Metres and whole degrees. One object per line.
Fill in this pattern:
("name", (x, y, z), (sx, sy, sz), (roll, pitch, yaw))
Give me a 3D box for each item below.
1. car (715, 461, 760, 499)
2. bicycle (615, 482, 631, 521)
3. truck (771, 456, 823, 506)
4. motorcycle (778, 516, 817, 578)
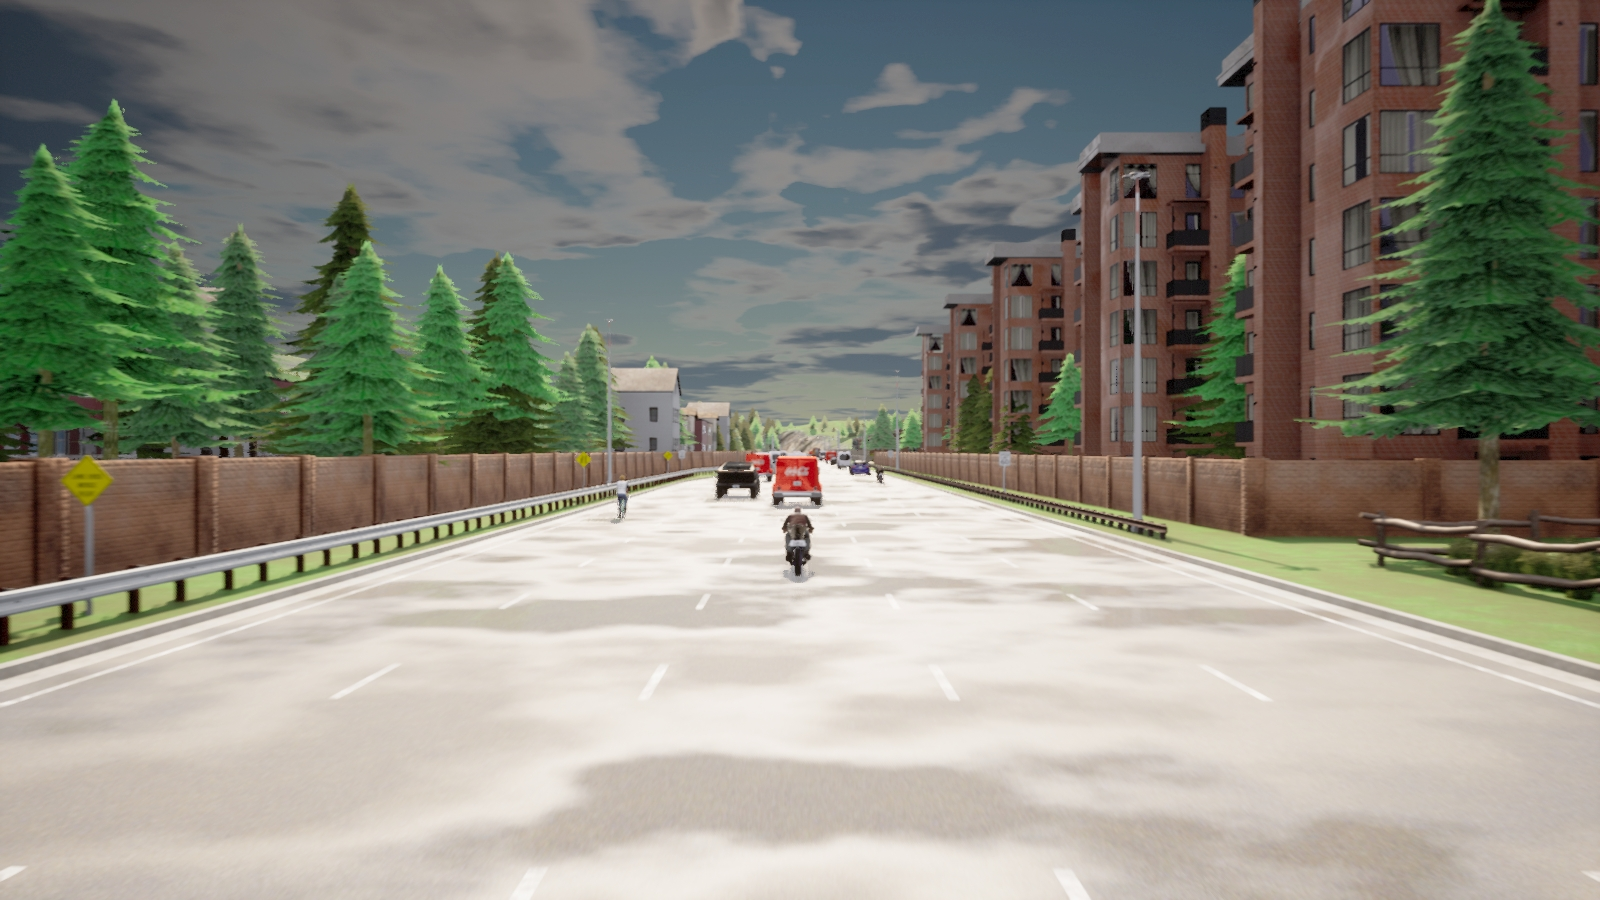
("car", (-3.666, 1.758, 68.449), (2.390, 2.098, 6.274), (0, 0, 0))
("bicycle", (-7.109, 2.059, 45.873), (0.373, 1.496, 1.643), (0, 0, 0))
("truck", (-0.143, 1.572, 59.960), (2.627, 2.467, 5.204), (0, 0, 0))
("motorcycle", (-0.050, 2.207, 26.438), (0.867, 1.251, 2.209), (0, 0, 0))
